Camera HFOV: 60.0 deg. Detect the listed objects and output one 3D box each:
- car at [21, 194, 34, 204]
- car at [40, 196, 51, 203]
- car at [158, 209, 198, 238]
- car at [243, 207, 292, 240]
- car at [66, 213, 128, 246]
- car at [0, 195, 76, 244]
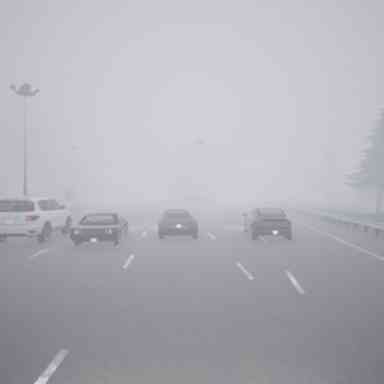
[{"bbox_3d":[-35.521,1.378,72.125,2.150,2.045,5.566,0,0,-23],"label":"car"},{"bbox_3d":[-32.870,1.693,74.826,2.033,1.411,5.357,0,0,-23],"label":"car"},{"bbox_3d":[-0.802,1.592,17.802,1.994,1.385,4.181,0,0,-5],"label":"car"},{"bbox_3d":[3.821,1.526,17.216,1.837,1.490,4.892,0,0,3],"label":"car"},{"bbox_3d":[-4.099,1.629,15.508,1.895,1.301,4.718,0,0,-4],"label":"car"},{"bbox_3d":[-7.673,1.257,16.324,2.150,2.045,5.566,0,0,-5],"label":"car"}]
